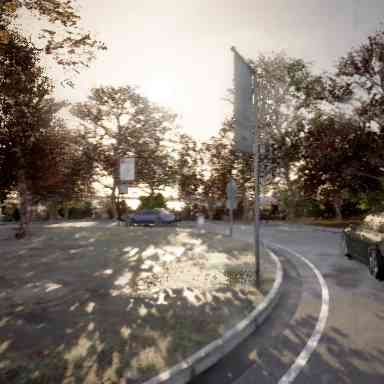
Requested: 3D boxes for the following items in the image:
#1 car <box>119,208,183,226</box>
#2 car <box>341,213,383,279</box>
[{"bbox_3d":[-3.458,2.063,27.814,5.357,1.411,2.033,-1,-1,23],"label":"car"},{"bbox_3d":[6.128,1.397,10.204,2.097,1.767,4.553,-1,0,11],"label":"car"}]
